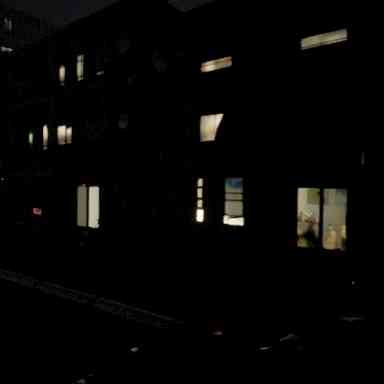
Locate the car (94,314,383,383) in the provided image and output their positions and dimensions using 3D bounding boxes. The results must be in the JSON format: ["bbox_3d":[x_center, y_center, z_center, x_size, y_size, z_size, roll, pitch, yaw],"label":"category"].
[{"bbox_3d":[1.238,1.544,2.060,4.507,1.381,1.887,0,1,36],"label":"car"}]
